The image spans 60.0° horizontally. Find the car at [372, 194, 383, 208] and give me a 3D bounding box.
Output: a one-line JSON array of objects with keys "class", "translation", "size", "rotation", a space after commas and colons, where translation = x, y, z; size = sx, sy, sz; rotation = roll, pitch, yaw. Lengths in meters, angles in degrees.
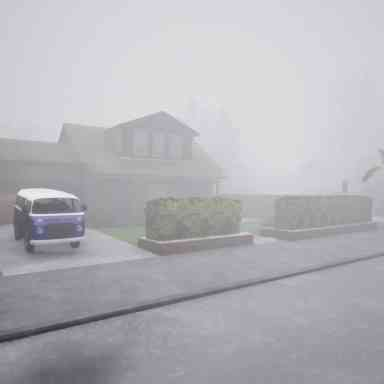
[{"class": "car", "translation": [24.018, 0.986, 40.753], "size": [3.866, 1.878, 1.905], "rotation": [0, 0, 0]}]
